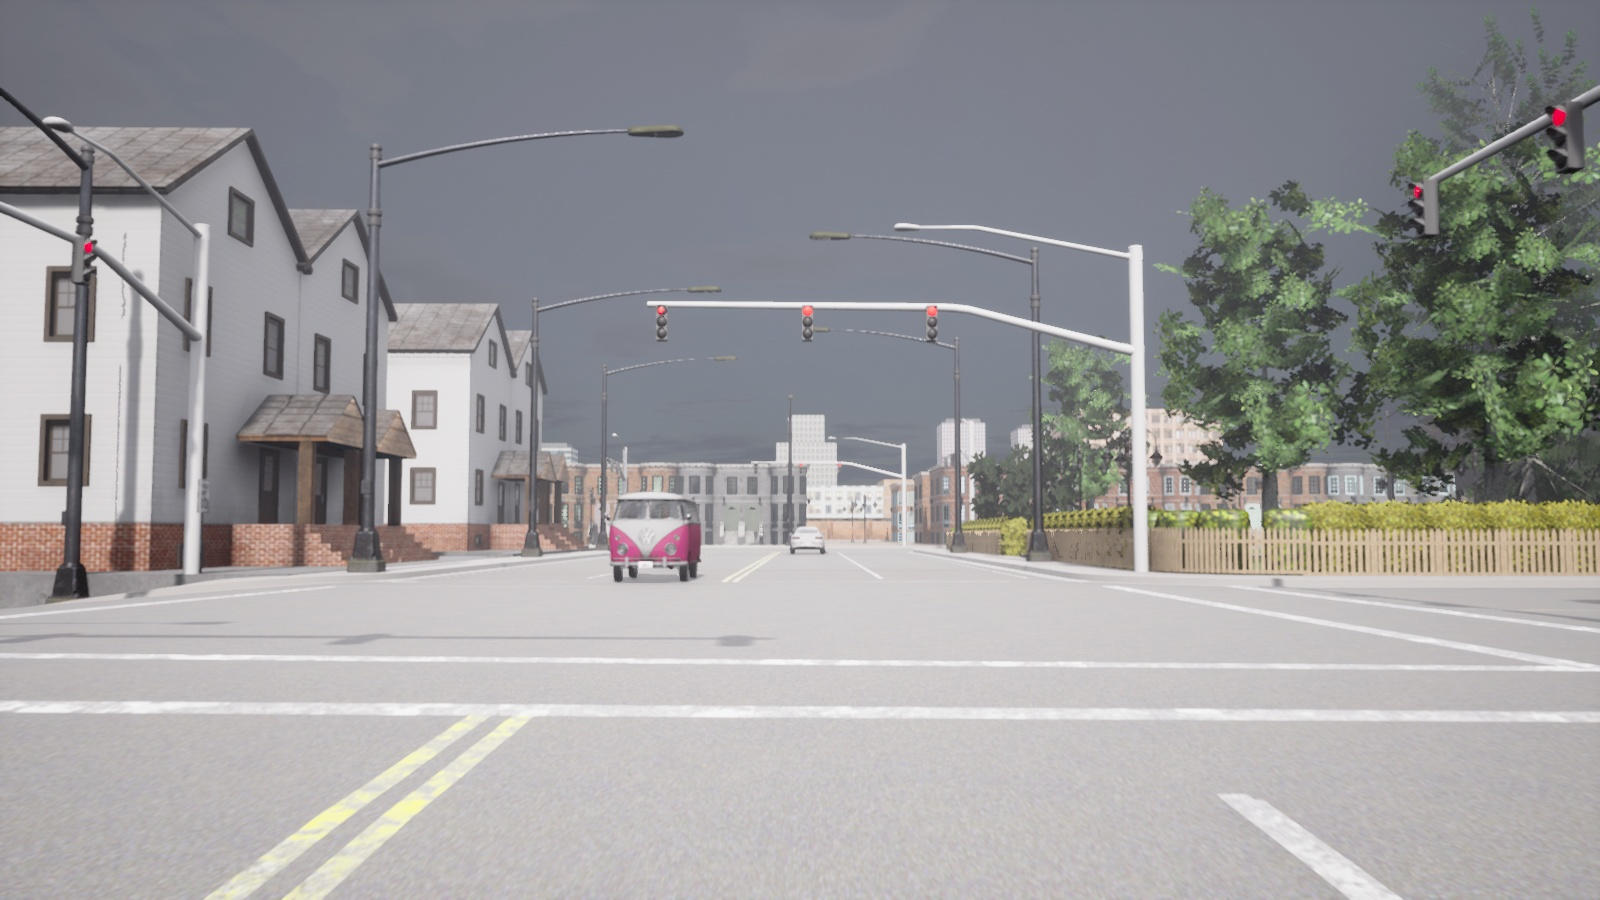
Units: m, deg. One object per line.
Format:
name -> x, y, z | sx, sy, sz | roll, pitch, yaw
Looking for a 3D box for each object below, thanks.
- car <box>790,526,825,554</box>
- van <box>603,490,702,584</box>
car -> 0.394, 4.819, 67.214 | 1.812, 1.442, 4.674 | 0, -4, 0
van -> -3.298, 1.987, 28.890 | 1.775, 1.987, 4.442 | 0, -4, 0
